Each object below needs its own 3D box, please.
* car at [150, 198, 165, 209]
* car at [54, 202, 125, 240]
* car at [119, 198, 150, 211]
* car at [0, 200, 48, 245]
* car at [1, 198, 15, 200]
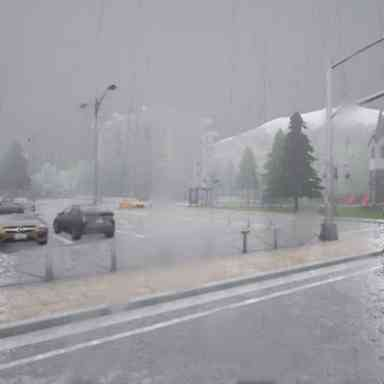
[{"bbox_3d":[-5.513,1.616,46.231,1.812,1.442,4.674,0,0,-36],"label":"car"},{"bbox_3d":[-5.249,1.359,16.114,2.007,1.523,4.514,0,0,-36],"label":"car"},{"bbox_3d":[-7.873,1.553,43.446,1.882,1.535,5.008,0,-1,-36],"label":"car"},{"bbox_3d":[-7.758,1.337,14.230,2.152,1.636,5.027,0,0,-36],"label":"car"},{"bbox_3d":[-20.536,1.392,37.187,1.845,1.501,3.633,0,0,-36],"label":"car"}]
